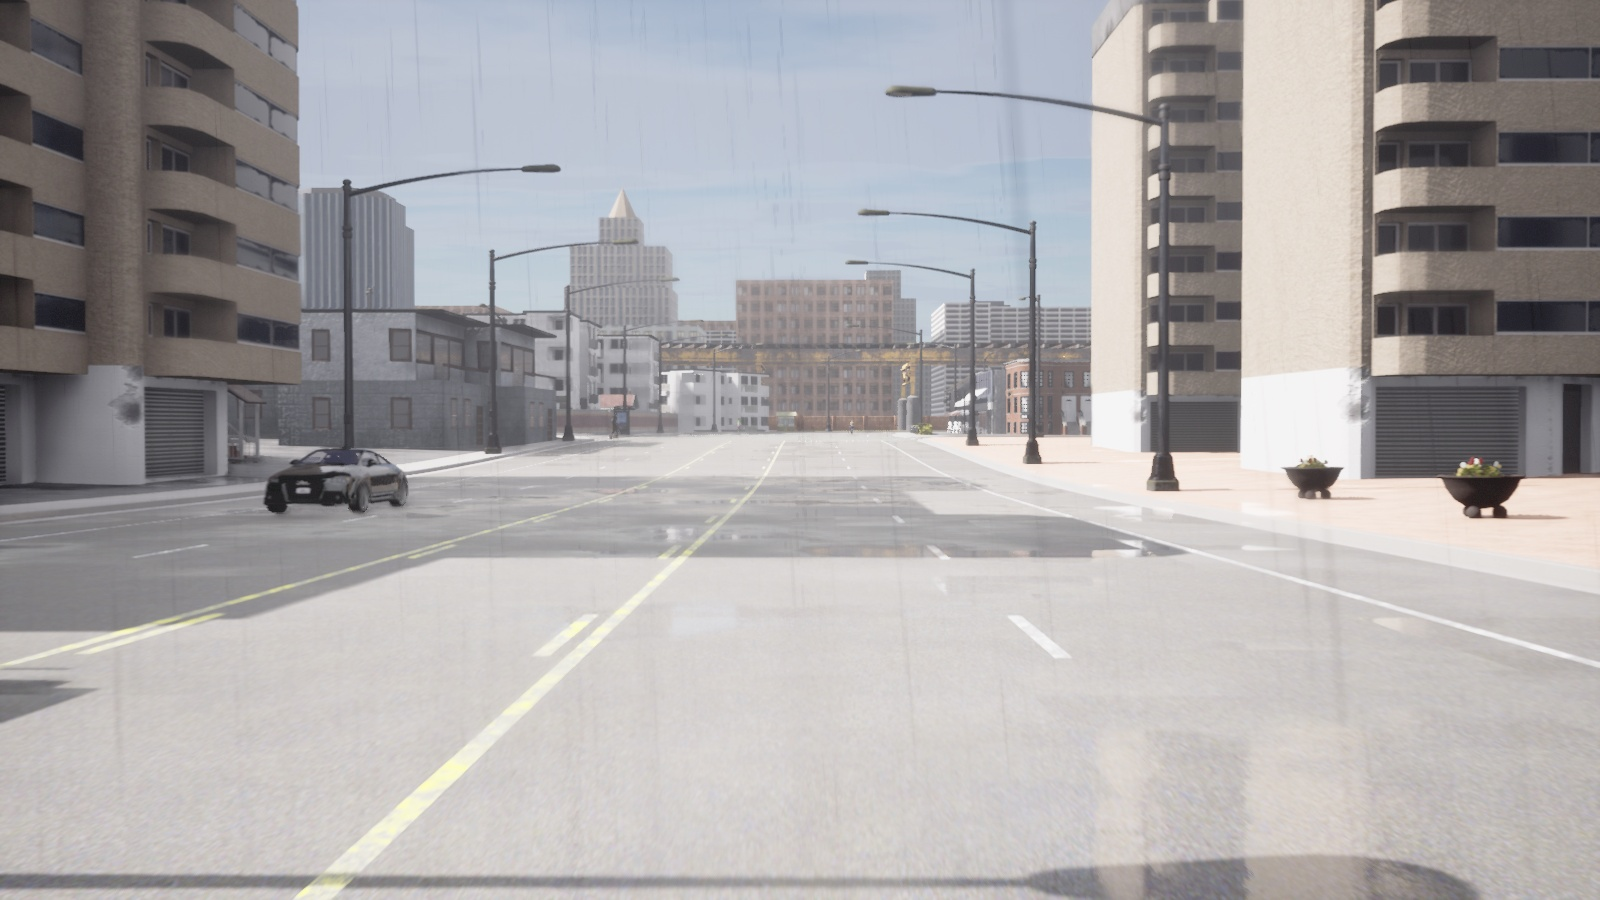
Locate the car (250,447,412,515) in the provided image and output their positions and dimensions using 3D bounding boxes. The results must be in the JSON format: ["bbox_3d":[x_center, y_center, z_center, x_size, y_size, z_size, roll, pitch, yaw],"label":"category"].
[{"bbox_3d":[-10.317,0.639,27.996,1.994,1.385,4.181,0,0,1],"label":"car"}]
